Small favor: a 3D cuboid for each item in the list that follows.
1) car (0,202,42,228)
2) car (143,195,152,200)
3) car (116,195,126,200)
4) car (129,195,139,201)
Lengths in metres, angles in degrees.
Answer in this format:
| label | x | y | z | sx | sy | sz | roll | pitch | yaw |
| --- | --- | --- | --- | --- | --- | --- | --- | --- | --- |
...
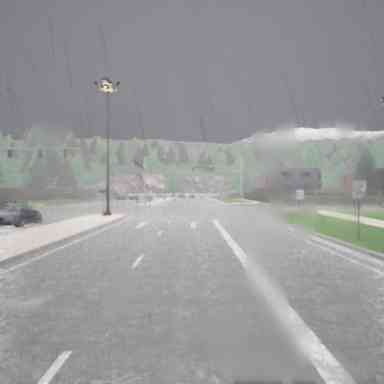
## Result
| label | x | y | z | sx | sy | sz | roll | pitch | yaw |
| --- | --- | --- | --- | --- | --- | --- | --- | --- | --- |
| car | -11.498 | 1.547 | 21.658 | 1.994 | 1.385 | 4.181 | 0 | 0 | 0 |
| car | -11.493 | 1.432 | 86.491 | 1.837 | 1.490 | 4.892 | 0 | 0 | 0 |
| car | -18.493 | 1.485 | 86.626 | 1.994 | 1.385 | 4.181 | 0 | 0 | 0 |
| car | -14.993 | 1.472 | 86.493 | 2.033 | 1.411 | 5.357 | 0 | 0 | 0 |
